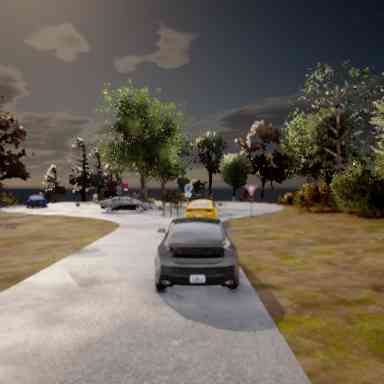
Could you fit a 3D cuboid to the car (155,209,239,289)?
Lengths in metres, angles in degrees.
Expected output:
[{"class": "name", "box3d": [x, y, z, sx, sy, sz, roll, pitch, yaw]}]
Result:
[{"class": "car", "box3d": [0.106, 1.417, 8.882, 1.837, 1.490, 4.892, 0, 1, 0]}]

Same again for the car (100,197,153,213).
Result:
[{"class": "car", "box3d": [-6.097, 1.190, 31.096, 4.902, 1.511, 2.128, 0, 1, 4]}]

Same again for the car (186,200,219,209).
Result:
[{"class": "car", "box3d": [0.725, 1.262, 22.143, 1.882, 1.535, 5.008, 0, 1, 7]}]

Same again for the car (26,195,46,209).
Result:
[{"class": "car", "box3d": [-18.342, 1.097, 39.240, 1.882, 1.535, 5.008, -1, 1, -21]}]
